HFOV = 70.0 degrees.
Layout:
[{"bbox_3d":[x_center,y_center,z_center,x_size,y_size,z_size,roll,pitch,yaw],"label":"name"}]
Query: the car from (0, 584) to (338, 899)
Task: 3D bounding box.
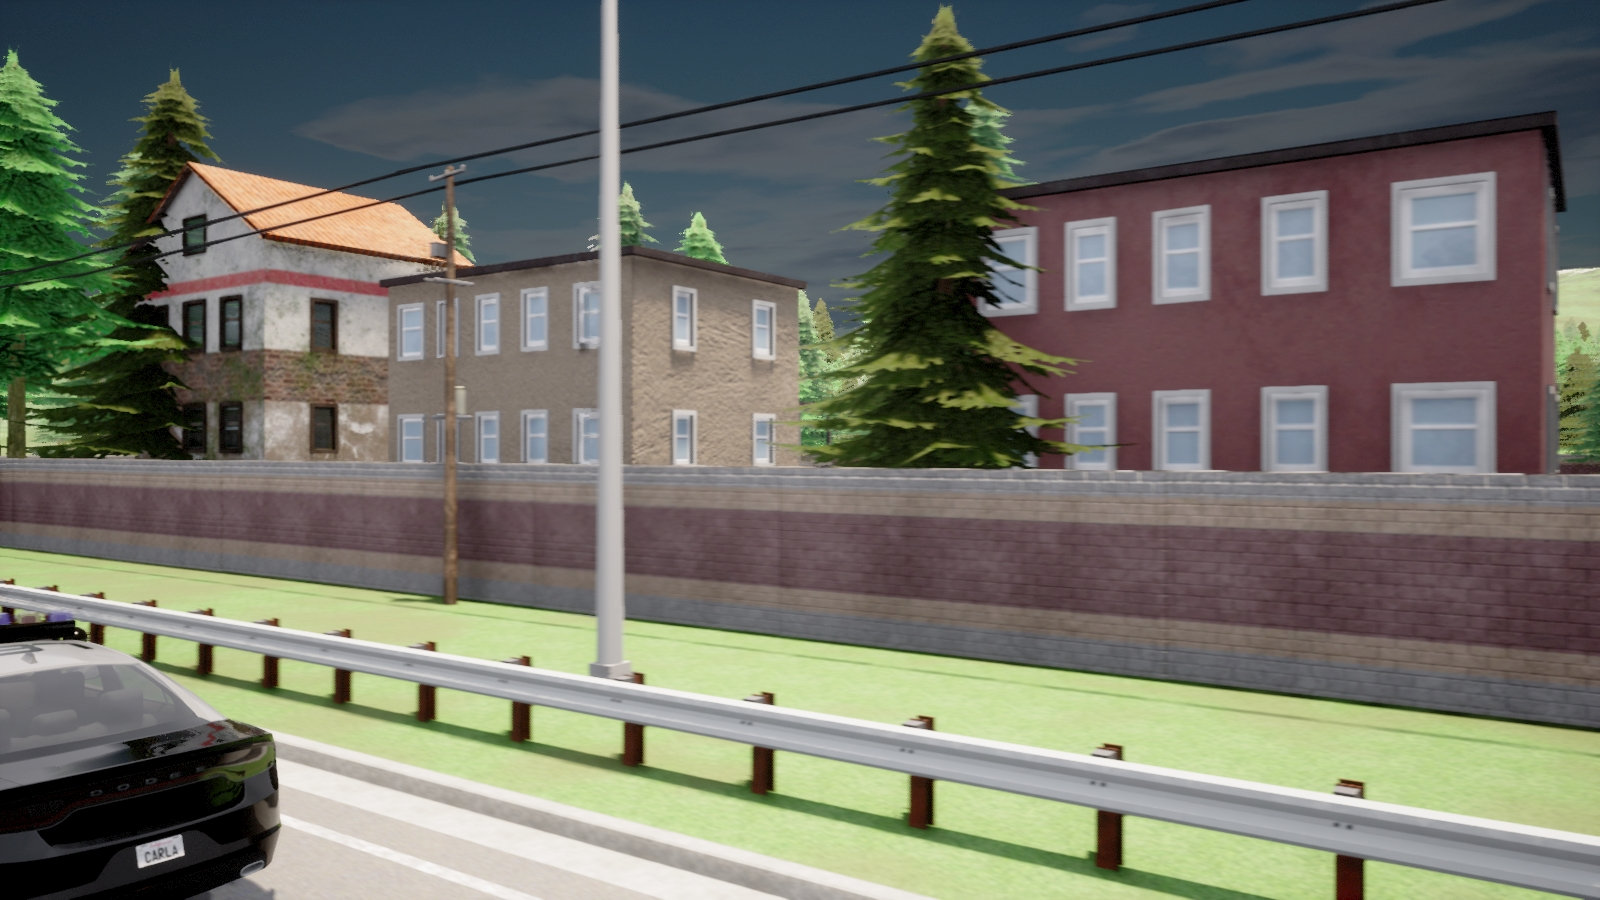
[{"bbox_3d":[-5.603,1.982,7.709,5.238,1.638,2.097,0,0,35],"label":"car"}]
